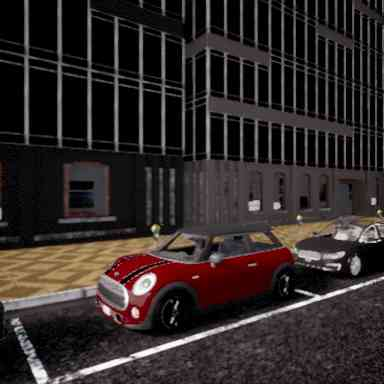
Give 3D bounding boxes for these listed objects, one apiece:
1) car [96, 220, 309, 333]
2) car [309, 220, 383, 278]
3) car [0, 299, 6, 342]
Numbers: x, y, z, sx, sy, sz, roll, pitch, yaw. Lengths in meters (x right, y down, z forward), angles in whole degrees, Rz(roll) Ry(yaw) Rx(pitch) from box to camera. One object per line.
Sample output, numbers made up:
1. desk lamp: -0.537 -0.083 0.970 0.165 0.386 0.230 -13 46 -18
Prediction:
1. car: 0.204 1.439 6.707 4.097 1.590 1.967 0 0 -36
2. car: 4.838 1.546 10.013 4.403 1.369 2.008 0 0 -36
3. car: -4.430 1.552 3.400 4.403 1.369 2.008 0 0 -36
